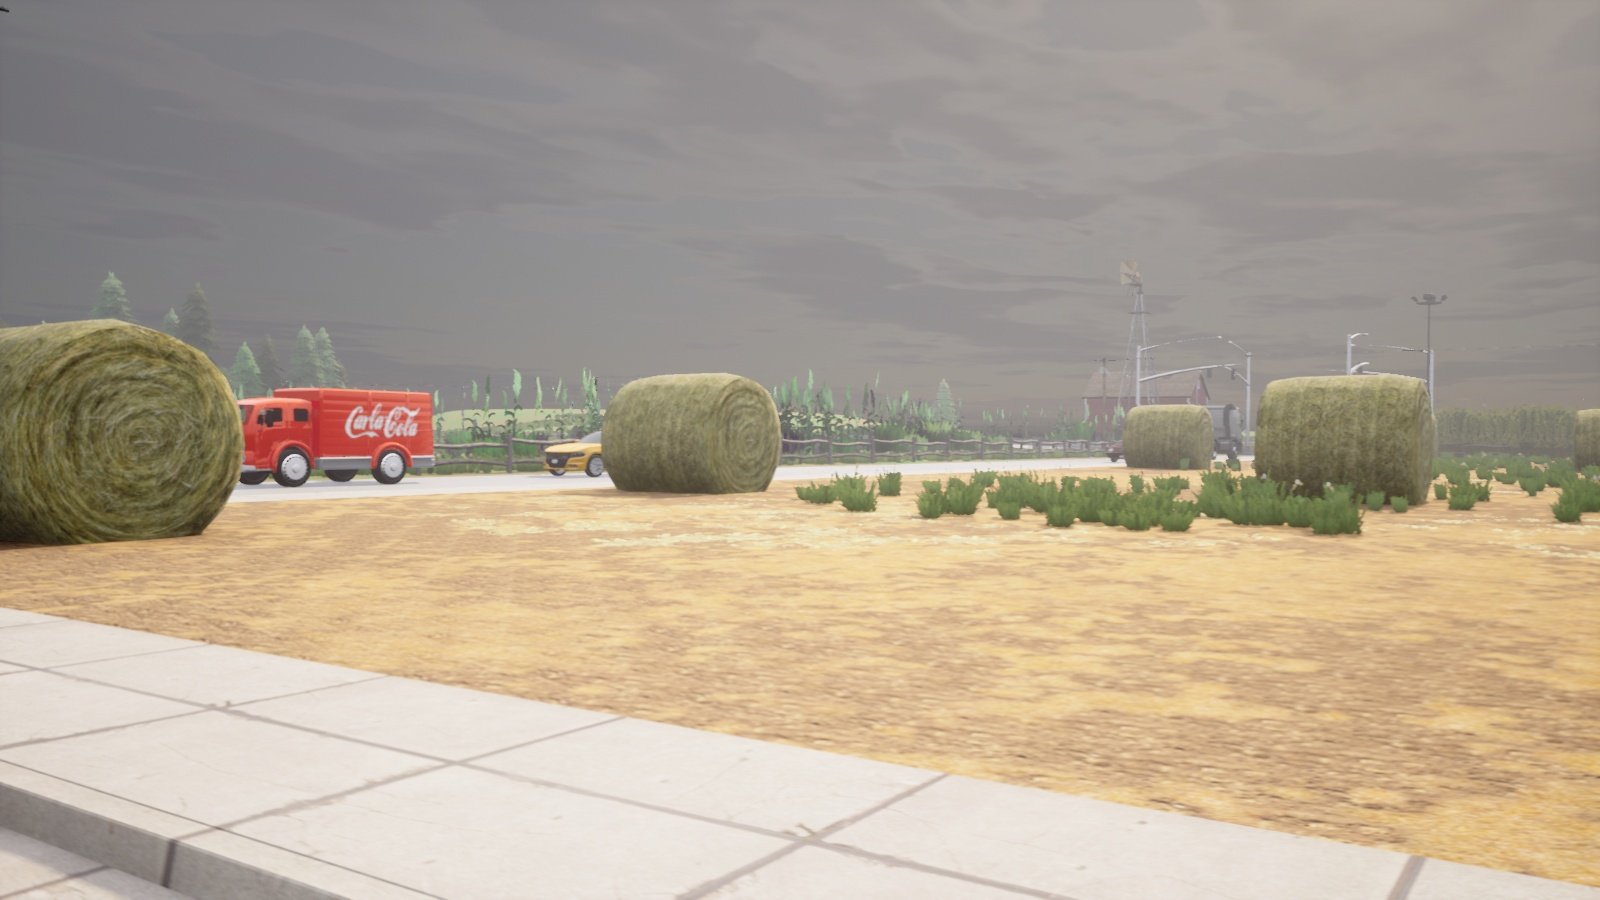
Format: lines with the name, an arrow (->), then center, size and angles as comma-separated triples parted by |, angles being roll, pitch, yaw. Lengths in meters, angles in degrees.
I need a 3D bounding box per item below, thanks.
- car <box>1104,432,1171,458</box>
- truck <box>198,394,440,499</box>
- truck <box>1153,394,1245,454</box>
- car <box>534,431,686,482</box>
car -> 18.323, -0.298, 68.021 | 1.895, 1.301, 4.718 | 0, 1, 36
truck -> -12.274, -0.122, 32.392 | 2.627, 2.467, 5.204 | 0, 1, 36
truck -> 24.232, -1.543, 76.039 | 2.891, 3.462, 7.936 | 0, 1, 36
car -> -6.077, 0.172, 40.805 | 1.882, 1.535, 5.008 | 0, 1, 36
